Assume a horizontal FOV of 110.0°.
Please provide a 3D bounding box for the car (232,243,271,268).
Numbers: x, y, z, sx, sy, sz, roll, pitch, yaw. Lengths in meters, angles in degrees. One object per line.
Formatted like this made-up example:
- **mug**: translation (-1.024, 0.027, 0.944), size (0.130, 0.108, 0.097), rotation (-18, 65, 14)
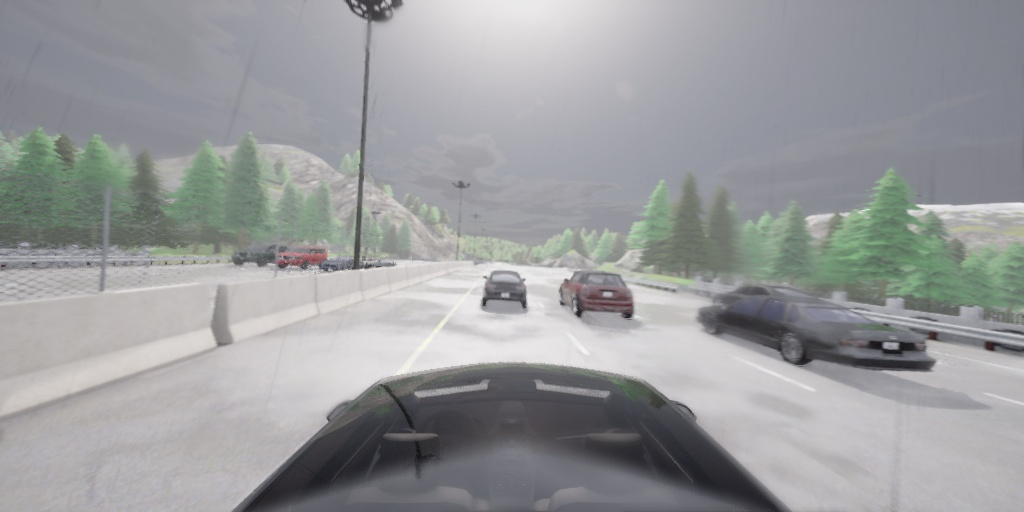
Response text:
- **car**: translation (-22.039, -0.085, 31.966), size (2.150, 2.045, 5.566), rotation (3, -1, -2)

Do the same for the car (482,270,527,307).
- **car**: translation (-0.339, 1.337, 15.929), size (1.812, 1.442, 4.674), rotation (3, -1, -2)

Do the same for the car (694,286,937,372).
- **car**: translation (6.941, 1.727, 9.173), size (2.033, 1.411, 5.357), rotation (3, 0, -2)

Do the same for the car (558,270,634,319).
- **car**: translation (3.238, 1.358, 14.564), size (2.097, 1.767, 4.553), rotation (3, 0, -2)

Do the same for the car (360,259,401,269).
- **car**: translation (-11.585, 0.915, 32.302), size (1.895, 1.301, 4.718), rotation (3, -1, -2)

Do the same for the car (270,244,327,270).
- **car**: translation (-18.547, 0.117, 32.116), size (2.150, 2.045, 5.566), rotation (3, -1, -2)

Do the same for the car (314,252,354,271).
- **car**: translation (-15.073, 0.660, 32.155), size (2.033, 1.411, 5.357), rotation (3, -1, -2)

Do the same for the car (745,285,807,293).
- **car**: translation (10.222, 1.914, 14.591), size (1.837, 1.490, 4.892), rotation (3, 0, -2)
